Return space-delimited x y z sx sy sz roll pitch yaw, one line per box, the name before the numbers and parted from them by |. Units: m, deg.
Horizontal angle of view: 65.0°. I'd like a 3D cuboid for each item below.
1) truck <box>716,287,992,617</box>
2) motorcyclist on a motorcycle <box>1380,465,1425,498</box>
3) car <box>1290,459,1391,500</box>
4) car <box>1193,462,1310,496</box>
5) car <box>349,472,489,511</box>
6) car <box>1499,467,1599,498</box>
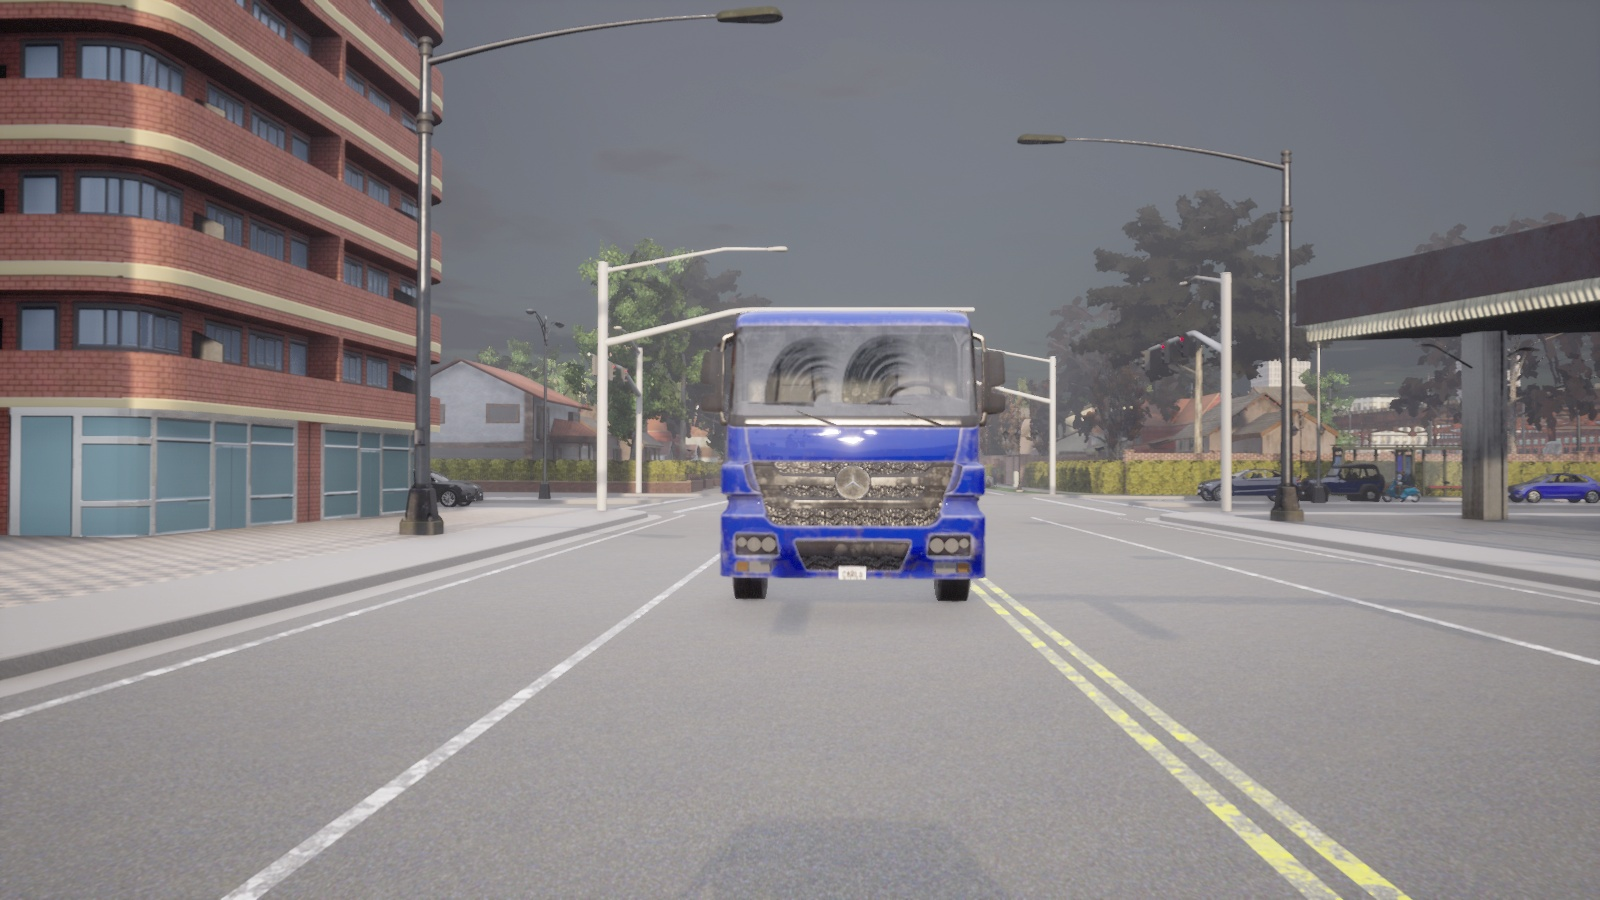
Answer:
truck | 0.688 0.080 17.200 2.891 3.462 7.936 0 -1 2
motorcyclist on a motorcycle | 29.597 1.554 61.711 1.817 1.590 0.866 0 -1 3
car | 25.123 1.366 58.426 3.866 1.878 1.905 0 -1 3
car | 22.269 1.415 62.092 5.027 1.651 2.152 0 -1 2
car | -14.818 1.599 49.024 4.892 1.490 1.837 0 -1 4
car | 36.773 1.580 61.356 4.193 1.474 1.816 0 -1 3
